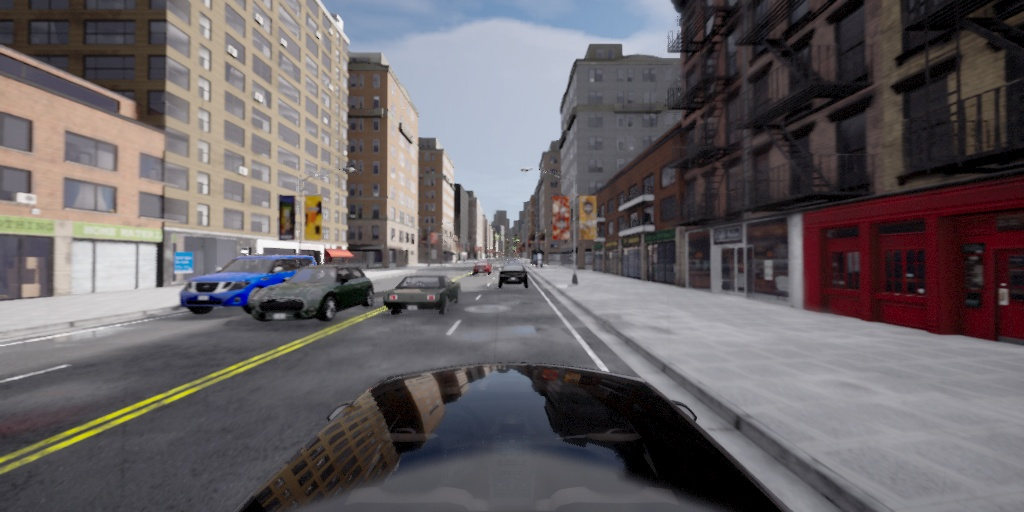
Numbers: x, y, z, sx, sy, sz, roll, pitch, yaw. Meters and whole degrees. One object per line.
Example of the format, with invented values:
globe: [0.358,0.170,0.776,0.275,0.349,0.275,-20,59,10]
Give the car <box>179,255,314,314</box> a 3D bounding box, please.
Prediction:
car: [-9.746,0.976,14.084,2.150,2.045,5.566,0,0,0]

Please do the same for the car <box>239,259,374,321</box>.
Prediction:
car: [-6.518,1.106,12.325,2.097,1.767,4.553,0,0,0]

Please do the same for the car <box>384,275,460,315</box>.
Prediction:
car: [-3.147,1.355,13.613,1.895,1.301,4.718,0,0,0]

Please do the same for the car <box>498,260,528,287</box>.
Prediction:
car: [0.088,1.234,24.479,1.882,1.535,5.008,0,0,0]

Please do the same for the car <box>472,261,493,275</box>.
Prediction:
car: [-3.138,1.288,38.617,1.812,1.442,4.674,0,0,0]
